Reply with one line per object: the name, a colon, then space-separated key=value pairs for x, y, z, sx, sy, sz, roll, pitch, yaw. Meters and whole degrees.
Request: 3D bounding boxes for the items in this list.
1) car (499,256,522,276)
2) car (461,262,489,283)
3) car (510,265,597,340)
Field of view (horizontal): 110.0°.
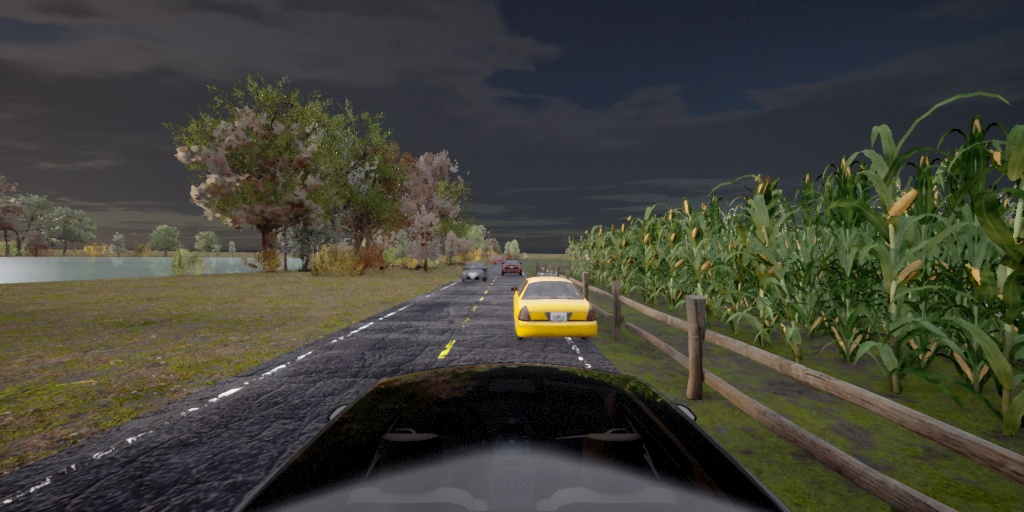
car: x=-0.024 y=1.103 z=37.929 sx=2.097 sy=1.767 sz=4.553 roll=0 pitch=0 yaw=0
car: x=-2.824 y=1.242 z=28.245 sx=2.128 sy=1.511 sz=4.902 roll=0 pitch=0 yaw=0
car: x=0.940 y=1.205 z=9.859 sx=1.801 sy=1.575 sz=5.366 roll=0 pitch=0 yaw=0
